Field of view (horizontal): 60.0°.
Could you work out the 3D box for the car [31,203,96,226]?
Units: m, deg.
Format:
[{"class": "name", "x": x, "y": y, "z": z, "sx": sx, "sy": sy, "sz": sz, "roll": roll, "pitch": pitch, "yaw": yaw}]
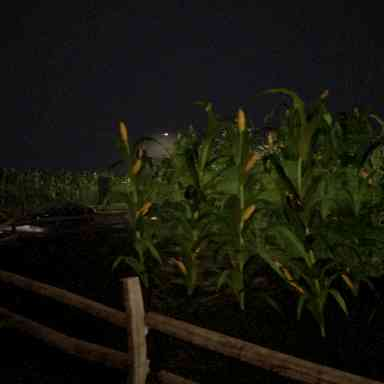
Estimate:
[{"class": "car", "x": -8.619, "y": 1.441, "z": 22.620, "sx": 1.994, "sy": 1.385, "sz": 4.181, "roll": 0, "pitch": 1, "yaw": 35}]
